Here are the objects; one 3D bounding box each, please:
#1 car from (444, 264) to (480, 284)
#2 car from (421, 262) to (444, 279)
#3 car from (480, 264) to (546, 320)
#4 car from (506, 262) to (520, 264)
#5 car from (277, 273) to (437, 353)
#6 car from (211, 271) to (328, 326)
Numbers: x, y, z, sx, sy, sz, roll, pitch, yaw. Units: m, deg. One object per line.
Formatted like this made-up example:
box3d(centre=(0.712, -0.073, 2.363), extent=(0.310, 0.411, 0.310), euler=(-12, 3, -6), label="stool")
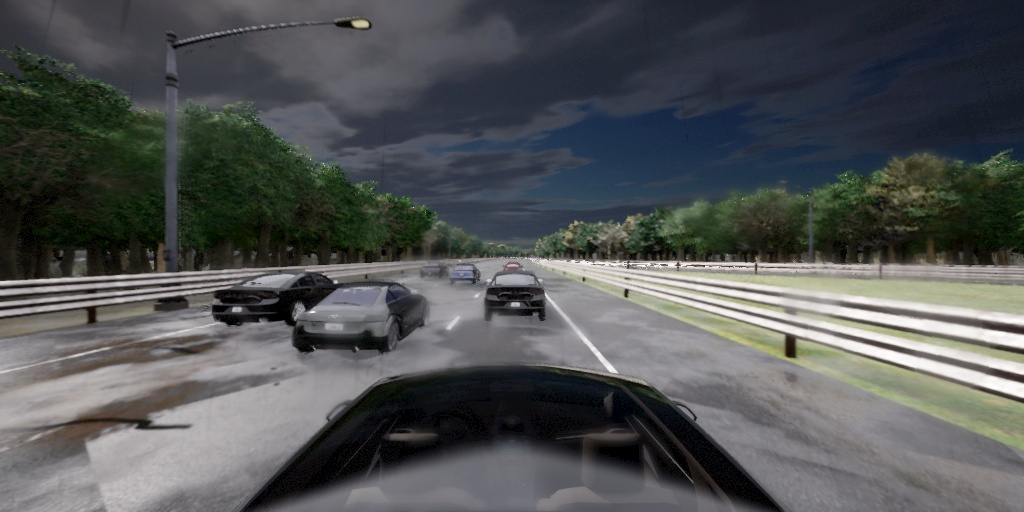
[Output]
box3d(centre=(-3.403, 1.313, 26.729), extent=(2.033, 1.411, 5.357), euler=(0, 0, 0), label="car")
box3d(centre=(-6.900, 1.265, 32.499), extent=(2.128, 1.511, 4.902), euler=(0, 0, 0), label="car")
box3d(centre=(0.102, 1.231, 12.680), extent=(1.882, 1.535, 5.008), euler=(0, 0, 0), label="car")
box3d(centre=(0.100, 1.301, 33.573), extent=(1.812, 1.442, 4.674), euler=(0, 0, 0), label="car")
box3d(centre=(-3.383, 1.302, 8.835), extent=(1.994, 1.385, 4.181), euler=(1, 1, 0), label="car")
box3d(centre=(-6.904, 1.202, 11.484), extent=(1.882, 1.535, 5.008), euler=(0, 0, 0), label="car")
